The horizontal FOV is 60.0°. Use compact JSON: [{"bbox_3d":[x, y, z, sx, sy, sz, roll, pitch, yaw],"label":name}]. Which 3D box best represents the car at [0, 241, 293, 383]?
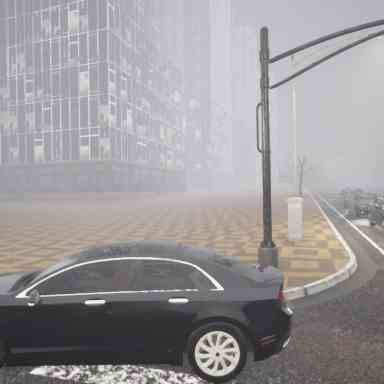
[{"bbox_3d":[-1.093,1.505,4.778,4.892,1.490,1.837,0,0,0],"label":"car"}]

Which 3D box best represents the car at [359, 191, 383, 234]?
[{"bbox_3d":[8.983,0.928,14.429,2.128,1.511,4.902,-1,2,18],"label":"car"}]

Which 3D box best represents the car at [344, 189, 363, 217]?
[{"bbox_3d":[11.023,0.759,20.726,1.994,1.385,4.181,-1,2,17],"label":"car"}]

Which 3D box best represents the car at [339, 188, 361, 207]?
[{"bbox_3d":[13.008,0.453,26.793,2.128,1.511,4.902,-1,2,18],"label":"car"}]
